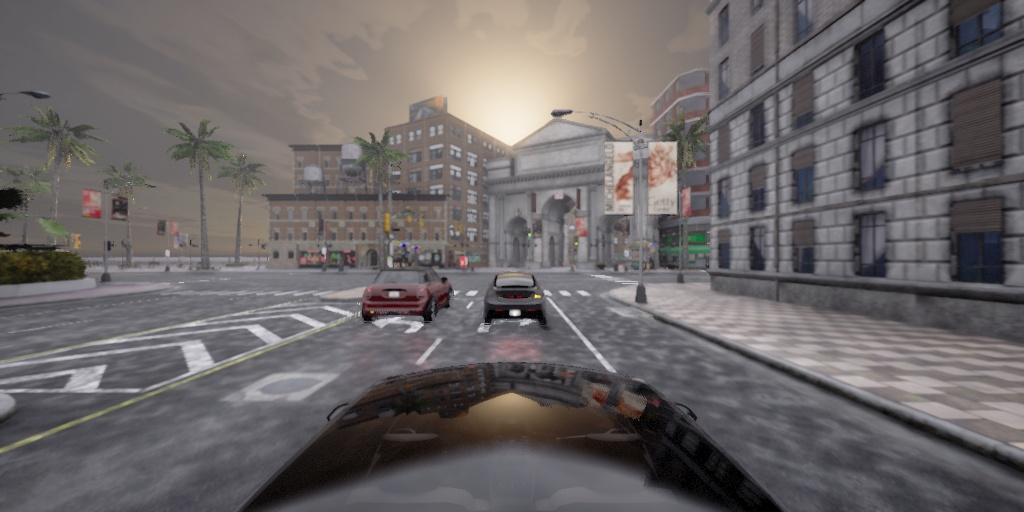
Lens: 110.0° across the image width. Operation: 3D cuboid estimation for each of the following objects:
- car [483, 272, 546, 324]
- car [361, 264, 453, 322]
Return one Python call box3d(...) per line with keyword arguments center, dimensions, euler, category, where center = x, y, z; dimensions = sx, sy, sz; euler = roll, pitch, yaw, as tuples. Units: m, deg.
box3d(center=(0.086, 1.288, 12.089), dimensions=(1.837, 1.490, 4.892), euler=(0, 0, 0), category="car")
box3d(center=(-3.420, 1.137, 12.551), dimensions=(2.097, 1.767, 4.553), euler=(0, 0, 0), category="car")
